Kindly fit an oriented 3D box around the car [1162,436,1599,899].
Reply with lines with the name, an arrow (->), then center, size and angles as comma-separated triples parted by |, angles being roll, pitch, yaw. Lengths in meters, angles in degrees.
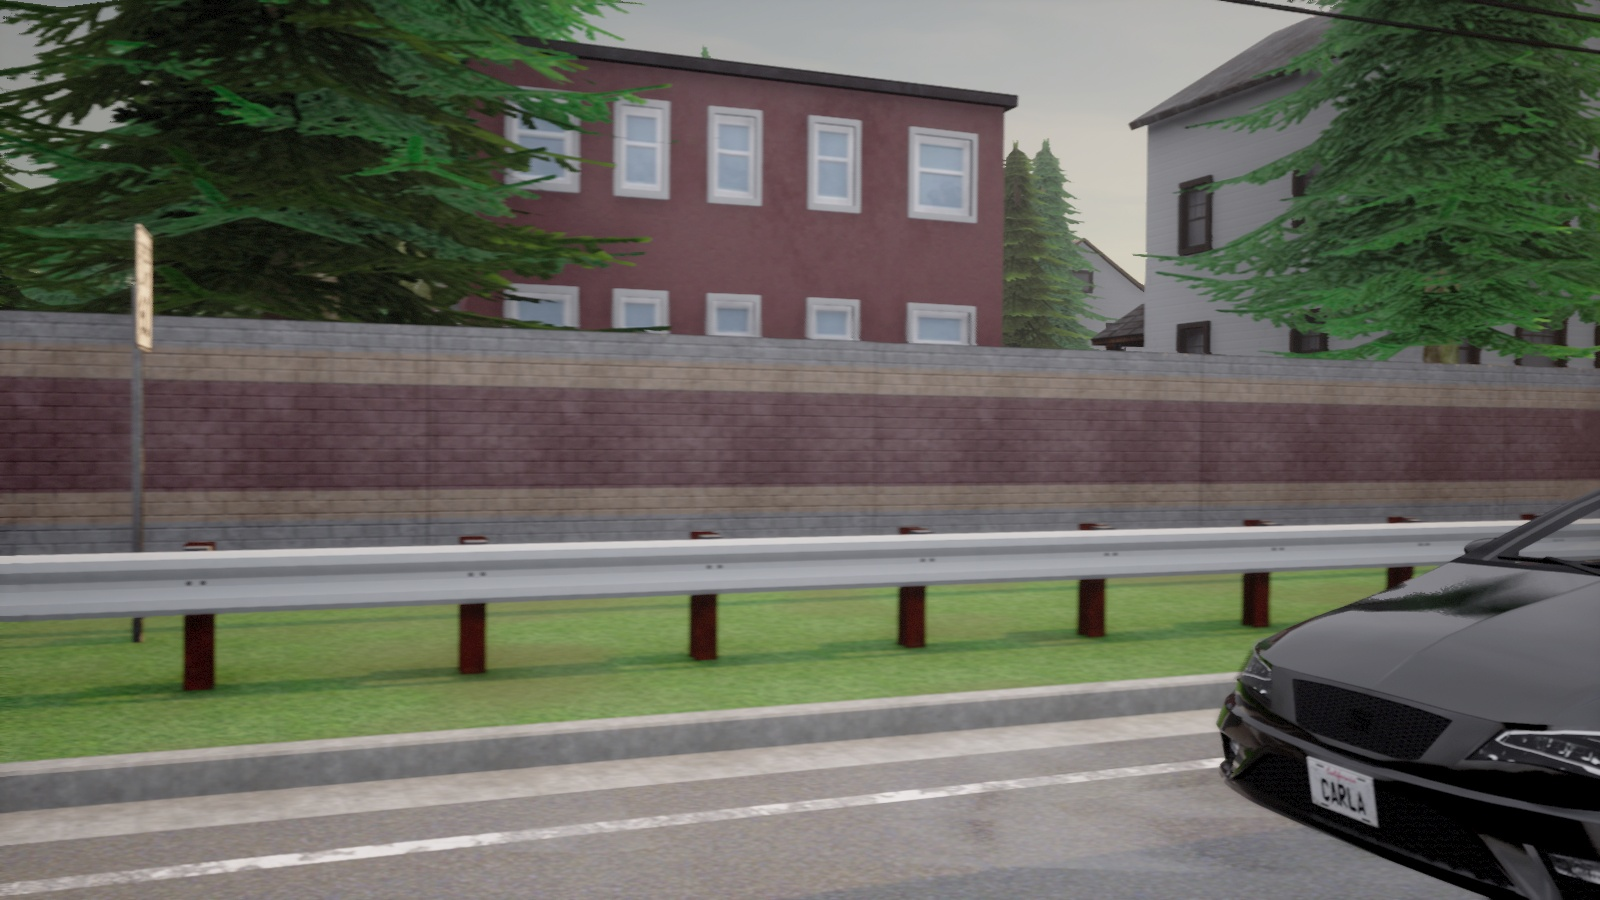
car -> 3.653, 0.689, 4.626 | 4.193, 1.474, 1.816 | -1, 1, -21
